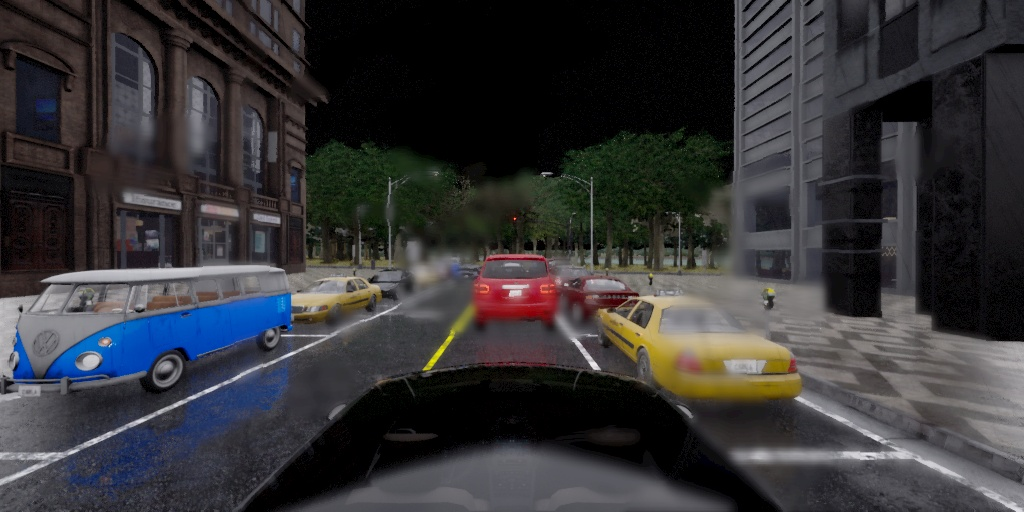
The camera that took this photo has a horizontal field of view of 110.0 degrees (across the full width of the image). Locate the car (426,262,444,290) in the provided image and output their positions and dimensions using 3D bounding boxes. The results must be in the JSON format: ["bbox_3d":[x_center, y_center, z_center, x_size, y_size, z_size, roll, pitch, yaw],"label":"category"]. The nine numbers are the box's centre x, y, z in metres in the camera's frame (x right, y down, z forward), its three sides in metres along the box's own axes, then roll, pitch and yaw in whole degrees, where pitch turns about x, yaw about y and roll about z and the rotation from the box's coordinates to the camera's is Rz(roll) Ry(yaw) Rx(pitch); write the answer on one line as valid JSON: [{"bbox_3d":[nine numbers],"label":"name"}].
[{"bbox_3d":[-5.761,1.277,22.525,1.751,1.417,4.829,0,0,0],"label":"car"}]

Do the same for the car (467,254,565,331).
[{"bbox_3d":[0.104,0.972,11.077,2.150,2.045,5.566,0,0,0],"label":"car"}]

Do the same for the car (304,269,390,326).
[{"bbox_3d":[-5.762,1.276,11.651,1.751,1.417,4.829,0,0,0],"label":"car"}]

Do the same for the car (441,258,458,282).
[{"bbox_3d":[-5.760,1.193,28.133,1.967,1.591,4.097,0,0,0],"label":"car"}]

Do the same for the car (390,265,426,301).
[{"bbox_3d":[-5.762,1.317,17.258,1.948,1.339,4.313,0,0,0],"label":"car"}]

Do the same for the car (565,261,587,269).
[{"bbox_3d":[2.764,1.191,17.257,1.967,1.591,4.097,0,0,0],"label":"car"}]

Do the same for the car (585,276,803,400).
[{"bbox_3d":[2.763,1.275,6.552,1.751,1.417,4.829,0,0,0],"label":"car"}]

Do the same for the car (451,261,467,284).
[{"bbox_3d":[-3.037,1.317,27.157,1.994,1.385,4.181,0,0,1],"label":"car"}]

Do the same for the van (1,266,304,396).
[{"bbox_3d":[-5.763,1.091,6.383,1.690,1.789,3.998,0,0,0],"label":"van"}]

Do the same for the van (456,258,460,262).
[{"bbox_3d":[-5.760,1.096,33.570,1.690,1.789,3.998,0,0,0],"label":"van"}]

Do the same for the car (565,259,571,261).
[{"bbox_3d":[2.764,1.067,22.694,2.192,1.841,5.009,0,0,0],"label":"car"}]

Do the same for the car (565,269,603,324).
[{"bbox_3d":[2.763,1.295,11.819,1.888,1.381,4.507,0,0,0],"label":"car"}]
